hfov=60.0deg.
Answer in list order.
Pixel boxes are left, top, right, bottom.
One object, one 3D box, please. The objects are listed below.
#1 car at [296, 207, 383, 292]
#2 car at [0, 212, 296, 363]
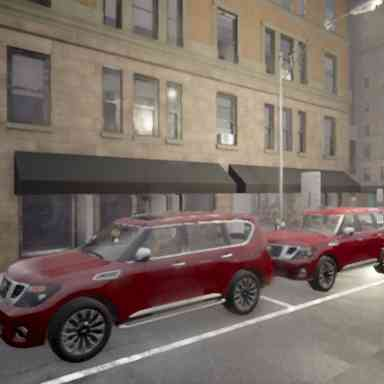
[{"bbox_3d":[3.825,1.378,9.268,5.009,1.841,2.192,1,-1,-35],"label":"car"},{"bbox_3d":[-0.659,1.337,6.071,5.009,1.841,2.192,1,-1,-35],"label":"car"}]
